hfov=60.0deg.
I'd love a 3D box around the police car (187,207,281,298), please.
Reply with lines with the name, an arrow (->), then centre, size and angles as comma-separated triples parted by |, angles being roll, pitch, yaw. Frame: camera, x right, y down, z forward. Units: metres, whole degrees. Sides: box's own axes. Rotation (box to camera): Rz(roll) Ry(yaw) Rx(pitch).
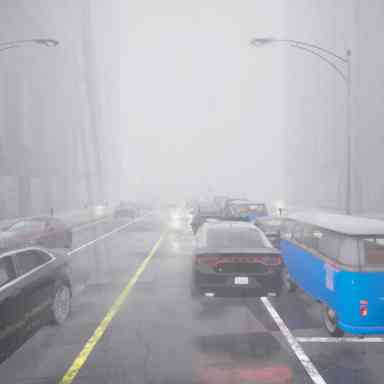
police car -> 0.916, 1.424, 8.699 | 1.930, 1.638, 5.238 | 0, 0, 0

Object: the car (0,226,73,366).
car -> -3.094, 1.491, 4.230 | 2.128, 1.511, 4.902 | 0, 0, 0

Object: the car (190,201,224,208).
car -> 0.937, 1.503, 18.589 | 1.837, 1.490, 4.892 | 0, 0, 0

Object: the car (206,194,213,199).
car -> 2.922, 1.305, 34.602 | 2.192, 1.841, 5.009 | 0, 0, 0

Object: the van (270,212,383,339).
van -> 2.862, 1.340, 6.359 | 1.690, 1.788, 3.998 | 0, 0, 0

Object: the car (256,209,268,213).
car -> 2.875, 1.543, 12.007 | 1.887, 1.381, 4.507 | 0, 0, 0

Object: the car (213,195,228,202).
car -> 2.898, 1.311, 23.304 | 2.192, 1.841, 5.009 | 0, 0, 0

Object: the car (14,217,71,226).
car -> -5.650, 1.580, 12.022 | 1.802, 1.307, 4.206 | 0, 0, 0

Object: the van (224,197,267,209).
van -> 2.886, 1.338, 17.655 | 1.690, 1.788, 3.998 | 0, 0, 0

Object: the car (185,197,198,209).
car -> 0.106, 1.472, 44.993 | 2.128, 1.511, 4.902 | 0, 0, 0

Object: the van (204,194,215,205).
van -> 2.971, 1.304, 57.197 | 1.690, 1.788, 3.998 | 0, 0, 0

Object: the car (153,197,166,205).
car -> -5.554, 1.528, 57.215 | 1.947, 1.339, 4.313 | 0, 0, 0

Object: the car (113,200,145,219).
car -> -5.614, 1.539, 28.969 | 1.887, 1.381, 4.507 | 0, 0, 0

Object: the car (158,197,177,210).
car -> -2.913, 1.461, 42.393 | 1.882, 1.535, 5.008 | 0, 0, 0

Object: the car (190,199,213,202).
car -> 0.950, 1.501, 24.588 | 1.837, 1.490, 4.892 | 0, 0, 0

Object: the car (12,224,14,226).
car -> -5.662, 1.550, 6.373 | 2.008, 1.369, 4.403 | 0, 0, 0

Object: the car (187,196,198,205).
car -> 0.124, 1.522, 60.005 | 1.994, 1.385, 4.181 | 0, 0, 0

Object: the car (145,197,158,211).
car -> -5.589, 1.567, 40.267 | 1.802, 1.307, 4.206 | 0, 0, 0
